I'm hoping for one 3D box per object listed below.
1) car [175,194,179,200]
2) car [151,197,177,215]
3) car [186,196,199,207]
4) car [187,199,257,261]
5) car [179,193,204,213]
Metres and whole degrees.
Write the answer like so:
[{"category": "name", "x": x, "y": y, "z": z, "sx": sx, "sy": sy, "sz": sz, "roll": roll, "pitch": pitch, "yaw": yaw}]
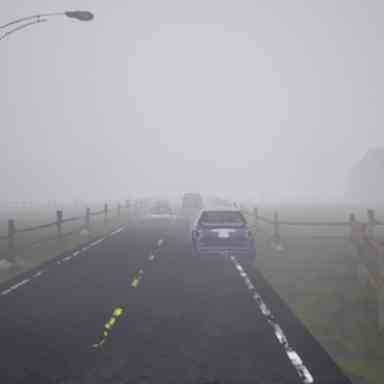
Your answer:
[{"category": "car", "x": -2.748, "y": 1.191, "z": 72.942, "sx": 1.812, "sy": 1.442, "sz": 4.674, "roll": 0, "pitch": 0, "yaw": 0}, {"category": "car", "x": -2.844, "y": 1.425, "z": 32.390, "sx": 1.994, "sy": 1.385, "sz": 4.181, "roll": 0, "pitch": 0, "yaw": 0}, {"category": "car", "x": 0.029, "y": 1.328, "z": 48.435, "sx": 1.812, "sy": 1.442, "sz": 4.674, "roll": 0, "pitch": 0, "yaw": 1}, {"category": "car", "x": 0.962, "y": 1.295, "z": 12.224, "sx": 2.097, "sy": 1.767, "sz": 4.553, "roll": 0, "pitch": 0, "yaw": 0}, {"category": "car", "x": 0.040, "y": 1.075, "z": 34.934, "sx": 2.150, "sy": 2.045, "sz": 5.566, "roll": 0, "pitch": 1, "yaw": 0}]
